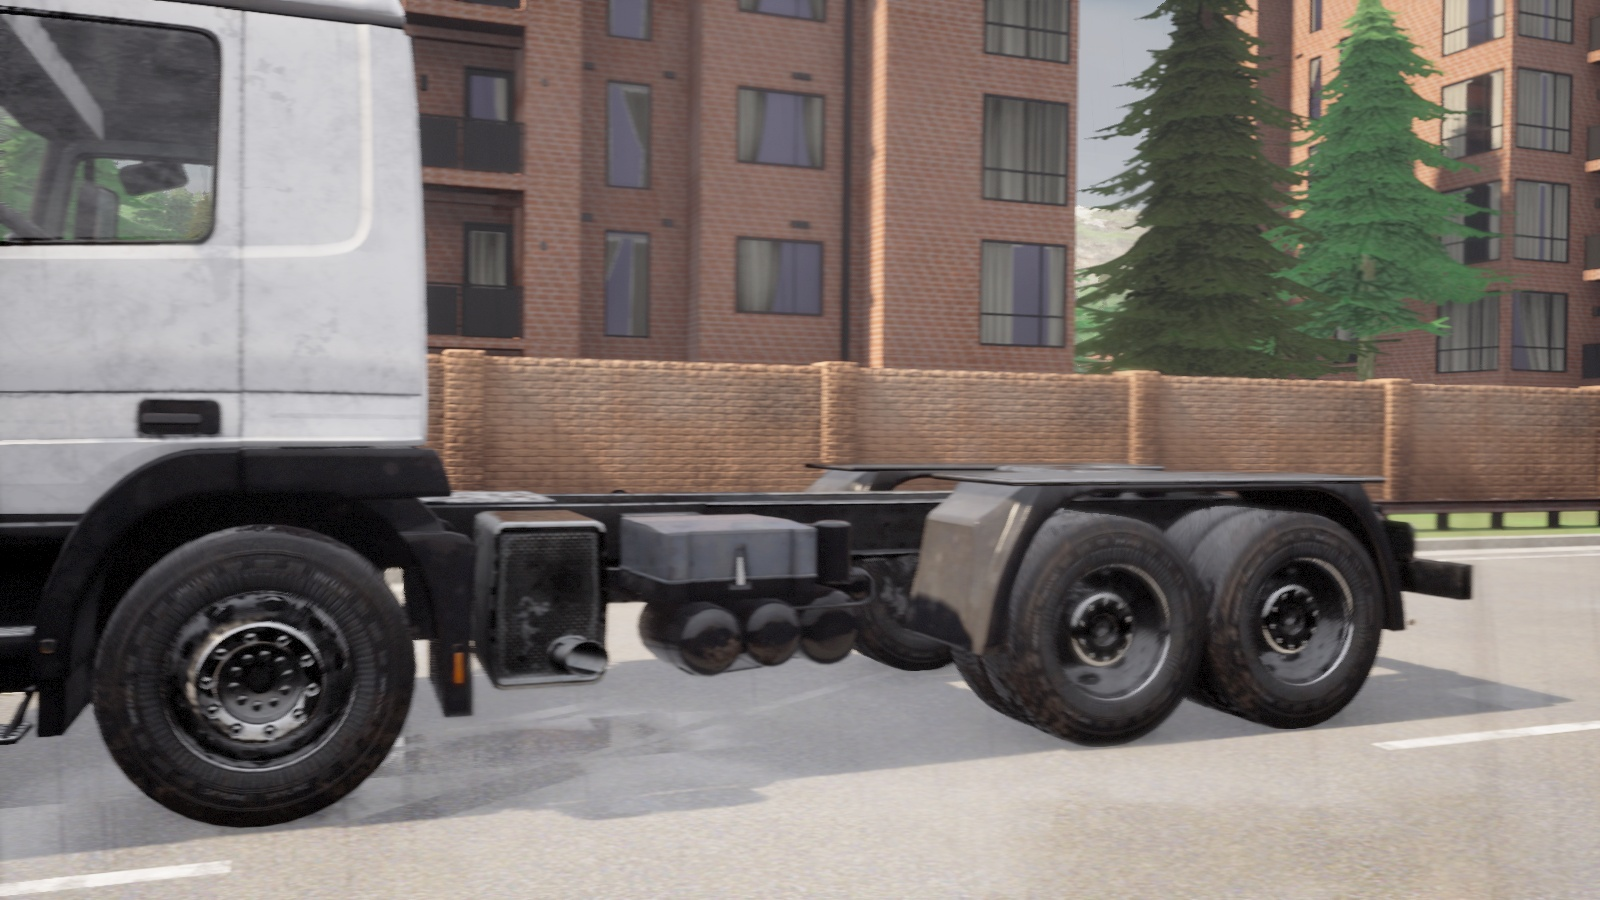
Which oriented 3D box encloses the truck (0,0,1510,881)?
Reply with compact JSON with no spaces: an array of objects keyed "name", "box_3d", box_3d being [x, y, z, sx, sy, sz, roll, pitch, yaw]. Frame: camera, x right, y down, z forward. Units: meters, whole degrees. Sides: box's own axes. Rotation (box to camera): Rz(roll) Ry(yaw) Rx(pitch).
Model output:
[{"name":"truck","box_3d":[-0.318,-0.293,6.850,7.936,3.462,2.891,-1,1,-21]}]
